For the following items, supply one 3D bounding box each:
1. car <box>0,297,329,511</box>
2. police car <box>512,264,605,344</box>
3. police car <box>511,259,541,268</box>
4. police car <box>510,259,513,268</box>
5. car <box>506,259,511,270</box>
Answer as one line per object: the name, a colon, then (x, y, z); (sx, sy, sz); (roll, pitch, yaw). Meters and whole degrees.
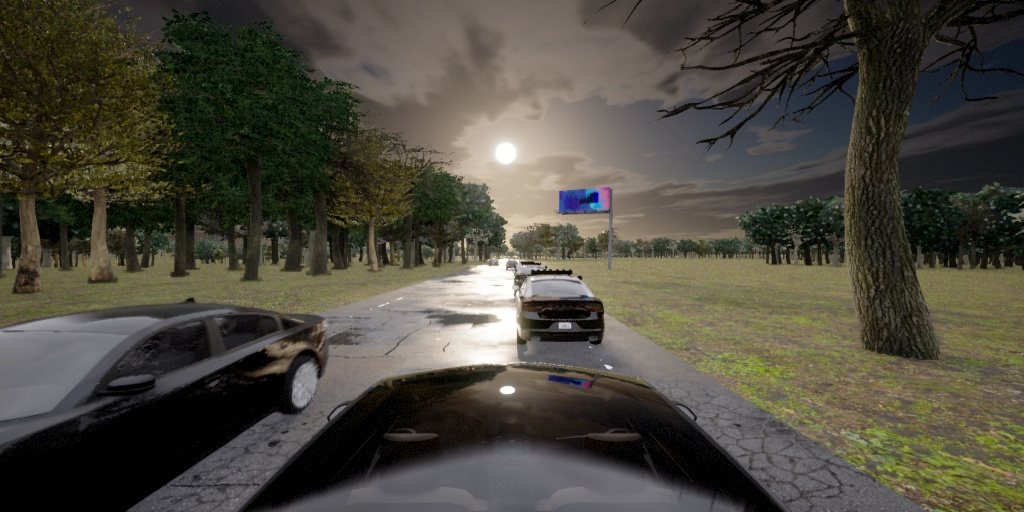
car: (-3.598, 1.227, 3.177); (1.882, 1.535, 5.008); (0, 0, 0)
police car: (1.048, 1.173, 9.681); (1.930, 1.638, 5.238); (0, 0, 0)
police car: (1.045, 1.170, 19.682); (1.930, 1.638, 5.238); (0, 0, 0)
police car: (1.044, 1.169, 25.683); (1.930, 1.638, 5.238); (0, 0, 0)
car: (0.046, 1.348, 52.531); (1.895, 1.301, 4.718); (0, 0, 0)
